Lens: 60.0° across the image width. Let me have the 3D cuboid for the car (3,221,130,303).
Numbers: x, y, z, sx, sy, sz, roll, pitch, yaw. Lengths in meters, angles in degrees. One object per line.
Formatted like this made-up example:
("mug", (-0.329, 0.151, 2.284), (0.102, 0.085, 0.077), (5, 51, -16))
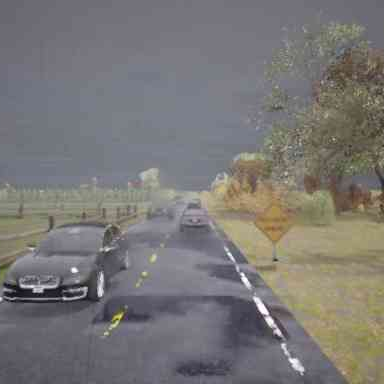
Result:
("car", (-2.826, 1.571, 8.558), (1.837, 1.490, 4.892), (0, 0, 0))

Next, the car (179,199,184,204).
("car", (-2.515, 2.013, 66.205), (1.994, 1.385, 4.181), (0, 0, 0))

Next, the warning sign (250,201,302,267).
("warning sign", (2.476, 1.204, 10.007), (1.300, 1.860, 1.060), (0, -1, 0))

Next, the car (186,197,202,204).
("car", (0.254, 1.833, 44.042), (1.837, 1.490, 4.892), (0, -1, 0))

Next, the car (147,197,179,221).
("car", (-2.676, 1.452, 29.967), (2.150, 2.045, 5.566), (0, -1, 1))

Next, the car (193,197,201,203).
("car", (1.275, 2.087, 85.002), (1.812, 1.442, 4.674), (0, 0, 0))

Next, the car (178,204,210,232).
("car", (0.167, 1.722, 21.612), (2.033, 1.411, 5.357), (0, 0, 0))
